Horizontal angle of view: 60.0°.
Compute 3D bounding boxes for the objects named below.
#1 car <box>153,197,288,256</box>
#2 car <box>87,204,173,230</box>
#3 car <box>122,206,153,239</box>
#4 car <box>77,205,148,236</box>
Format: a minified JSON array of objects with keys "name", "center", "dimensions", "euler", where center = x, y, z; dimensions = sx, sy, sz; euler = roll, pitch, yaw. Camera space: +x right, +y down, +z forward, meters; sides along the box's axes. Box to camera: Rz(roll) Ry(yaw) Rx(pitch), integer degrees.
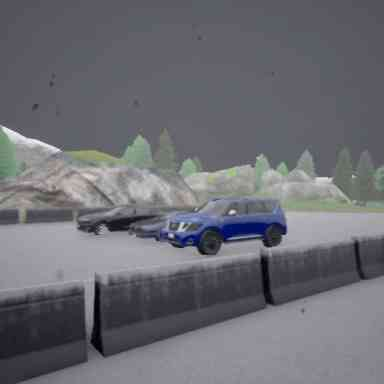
[{"name":"car","center":[1.514,1.245,13.552],"dimensions":[5.566,2.045,2.150],"euler":[1,0,-35]},{"name":"car","center":[-4.105,1.565,22.433],"dimensions":[5.357,1.411,2.033],"euler":[0,0,-35]},{"name":"car","center":[-0.411,1.569,16.476],"dimensions":[5.357,1.411,2.033],"euler":[1,0,-35]},{"name":"car","center":[-3.737,1.488,18.428],"dimensions":[5.008,1.535,1.882],"euler":[1,-1,-35]}]
